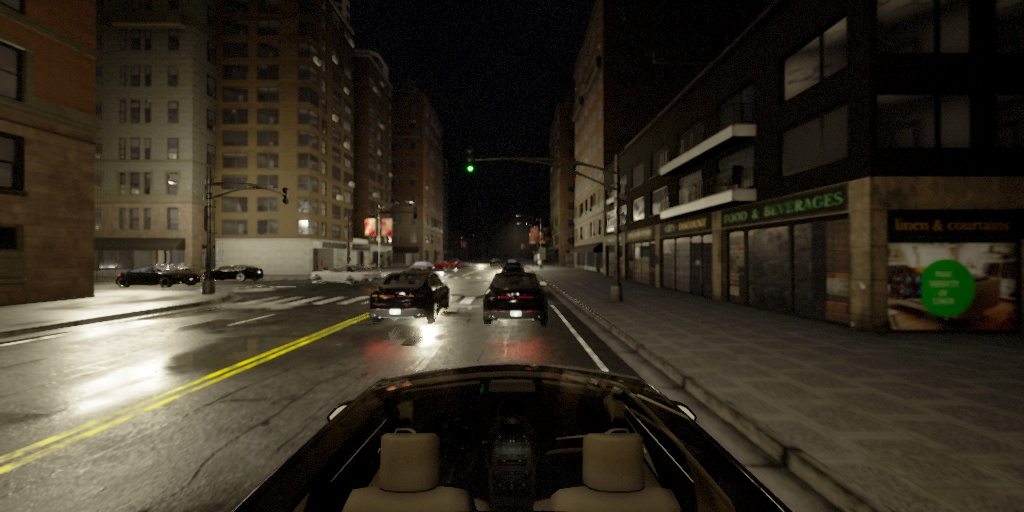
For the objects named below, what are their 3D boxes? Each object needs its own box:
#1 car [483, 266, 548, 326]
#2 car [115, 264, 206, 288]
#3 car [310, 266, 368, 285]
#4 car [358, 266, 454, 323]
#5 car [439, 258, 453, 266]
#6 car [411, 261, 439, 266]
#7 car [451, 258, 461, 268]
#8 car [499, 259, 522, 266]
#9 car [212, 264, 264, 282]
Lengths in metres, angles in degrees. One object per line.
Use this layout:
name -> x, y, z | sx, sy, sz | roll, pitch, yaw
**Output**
car -> 0.100, 1.249, 11.728 | 1.837, 1.490, 4.892 | 0, 0, 0
car -> -22.542, 1.296, 22.987 | 4.181, 1.385, 1.994 | 0, 0, 0
car -> -11.753, 1.340, 25.197 | 4.718, 1.301, 1.895 | 0, 0, 19
car -> -3.261, 1.250, 12.121 | 1.837, 1.490, 4.892 | 0, 0, -2
car -> -9.826, 1.336, 48.938 | 1.895, 1.301, 4.718 | 0, 0, 0
car -> -9.847, 1.283, 39.339 | 2.033, 1.411, 5.357 | 0, 0, 0
car -> -9.747, 1.088, 59.134 | 2.097, 1.767, 4.553 | 0, 0, 0
car -> 0.100, 1.263, 29.968 | 1.812, 1.442, 4.674 | 0, 0, 0
car -> -22.148, 1.323, 28.468 | 4.313, 1.339, 1.948 | 0, 0, 0
